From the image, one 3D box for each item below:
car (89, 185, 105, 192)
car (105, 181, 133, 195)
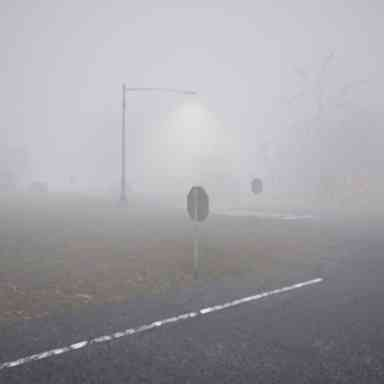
[{"bbox_3d":[-17.169,-0.664,60.168,1.994,1.385,4.181,0,2,-36],"label":"car"},{"bbox_3d":[-11.115,-0.672,51.707,2.150,2.045,5.566,0,2,-36],"label":"car"}]
